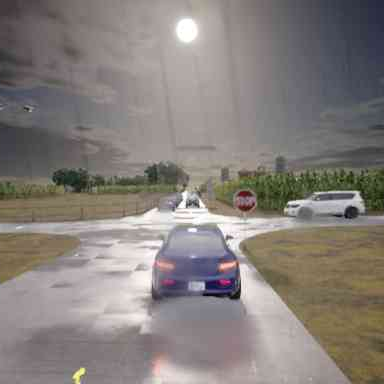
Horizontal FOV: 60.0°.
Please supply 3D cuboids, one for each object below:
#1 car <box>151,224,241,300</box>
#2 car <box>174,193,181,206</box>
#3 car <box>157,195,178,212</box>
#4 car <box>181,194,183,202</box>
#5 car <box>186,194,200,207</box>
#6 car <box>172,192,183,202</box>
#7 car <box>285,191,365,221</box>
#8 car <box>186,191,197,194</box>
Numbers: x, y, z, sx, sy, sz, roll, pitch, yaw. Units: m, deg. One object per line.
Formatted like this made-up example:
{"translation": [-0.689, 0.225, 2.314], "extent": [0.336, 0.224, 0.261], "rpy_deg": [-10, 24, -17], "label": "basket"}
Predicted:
{"translation": [0.087, 1.524, 8.268], "extent": [1.812, 1.442, 4.674], "rpy_deg": [0, 0, 0], "label": "car"}
{"translation": [-2.871, 1.279, 46.619], "extent": [1.882, 1.535, 5.008], "rpy_deg": [0, 0, 0], "label": "car"}
{"translation": [-2.813, 1.379, 37.107], "extent": [1.837, 1.490, 4.892], "rpy_deg": [0, 0, -2], "label": "car"}
{"translation": [-2.862, 1.318, 56.234], "extent": [1.895, 1.301, 4.718], "rpy_deg": [0, 1, 0], "label": "car"}
{"translation": [0.078, 1.402, 46.697], "extent": [1.895, 1.301, 4.718], "rpy_deg": [0, 0, 0], "label": "car"}
{"translation": [-2.822, 0.966, 66.034], "extent": [2.097, 1.767, 4.553], "rpy_deg": [0, 1, 0], "label": "car"}
{"translation": [9.758, 0.979, 24.596], "extent": [5.566, 2.045, 2.150], "rpy_deg": [-1, 0, 0], "label": "car"}
{"translation": [-0.039, 0.775, 71.405], "extent": [2.150, 2.045, 5.566], "rpy_deg": [0, 1, 0], "label": "car"}
